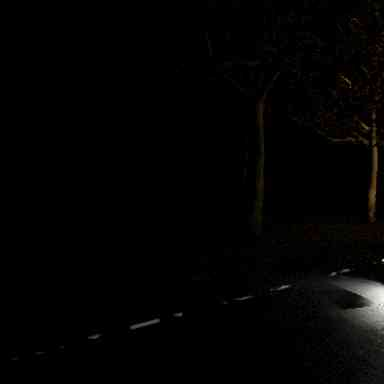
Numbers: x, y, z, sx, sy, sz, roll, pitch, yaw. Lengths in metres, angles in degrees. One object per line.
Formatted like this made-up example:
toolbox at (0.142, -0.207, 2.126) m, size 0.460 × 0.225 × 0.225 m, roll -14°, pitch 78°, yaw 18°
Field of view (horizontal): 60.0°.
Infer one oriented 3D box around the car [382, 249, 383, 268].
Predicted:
car at (7.112, 1.445, 9.178) m, size 4.892 × 1.490 × 1.837 m, roll 0°, pitch 1°, yaw -36°
